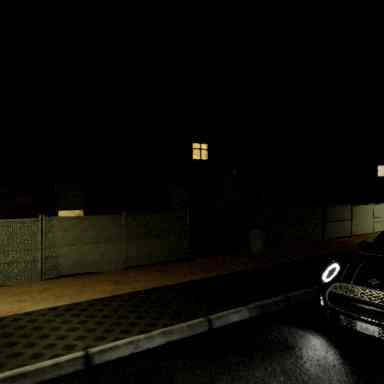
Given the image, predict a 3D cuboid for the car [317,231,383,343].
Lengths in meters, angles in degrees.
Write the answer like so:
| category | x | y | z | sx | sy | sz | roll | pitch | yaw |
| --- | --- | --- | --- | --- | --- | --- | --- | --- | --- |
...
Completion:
| category | x | y | z | sx | sy | sz | roll | pitch | yaw |
| --- | --- | --- | --- | --- | --- | --- | --- | --- | --- |
| car | 4.312 | 1.350 | 6.023 | 4.553 | 1.767 | 2.097 | 0 | 0 | -35 |
